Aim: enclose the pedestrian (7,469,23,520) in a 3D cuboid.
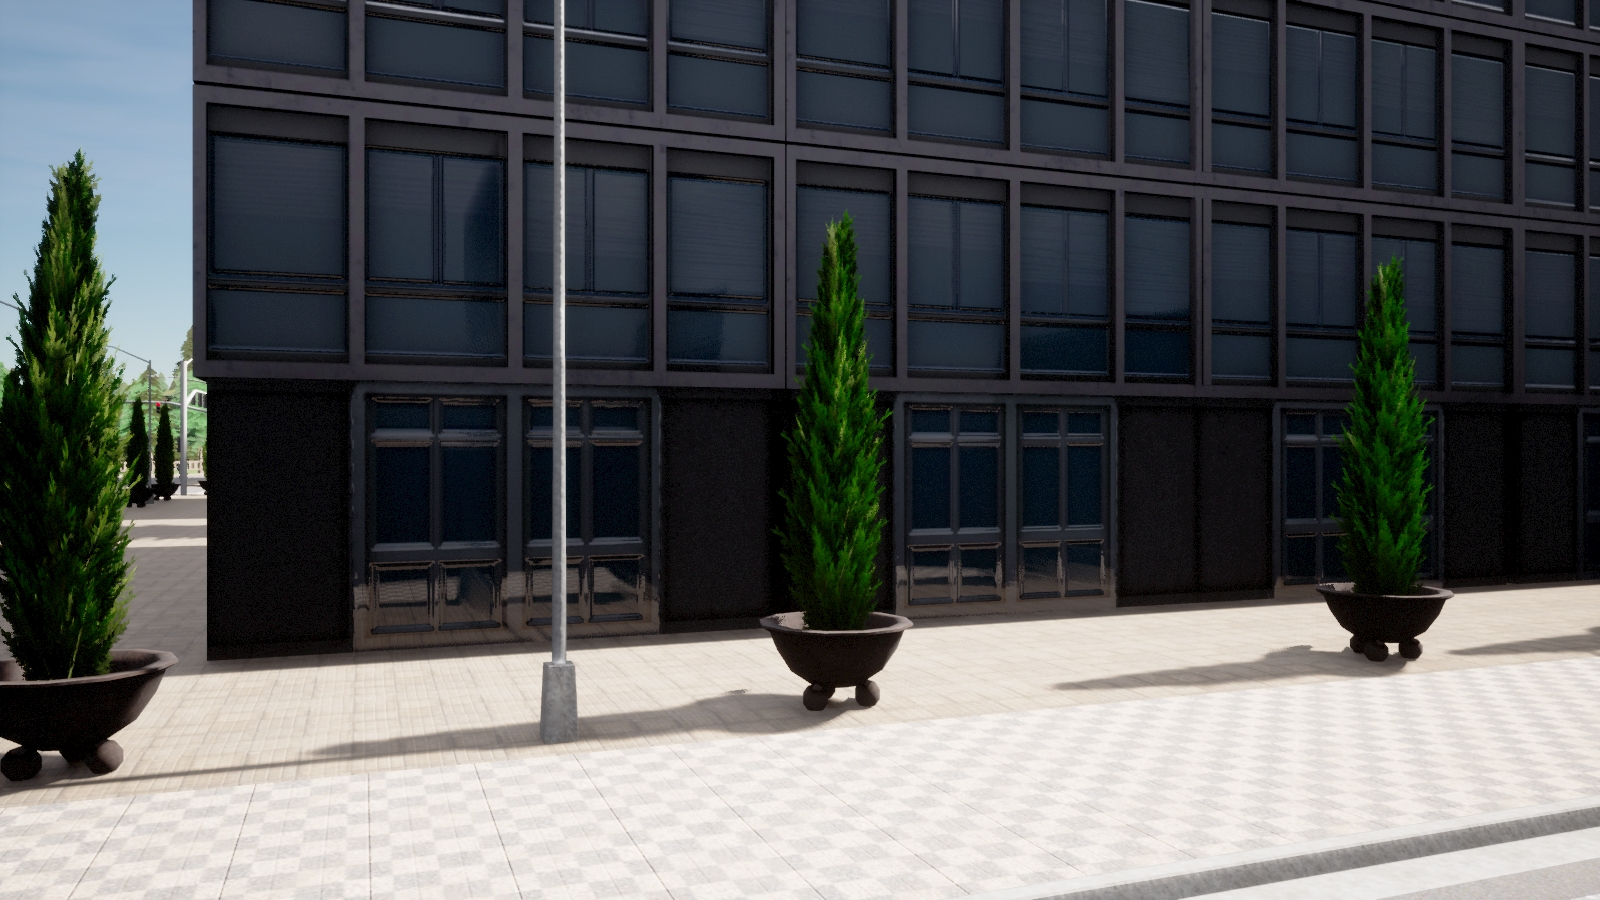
[{"bbox_3d":[-28.872,1.639,42.013,0.375,1.860,0.375,0,0,-16],"label":"pedestrian"}]
